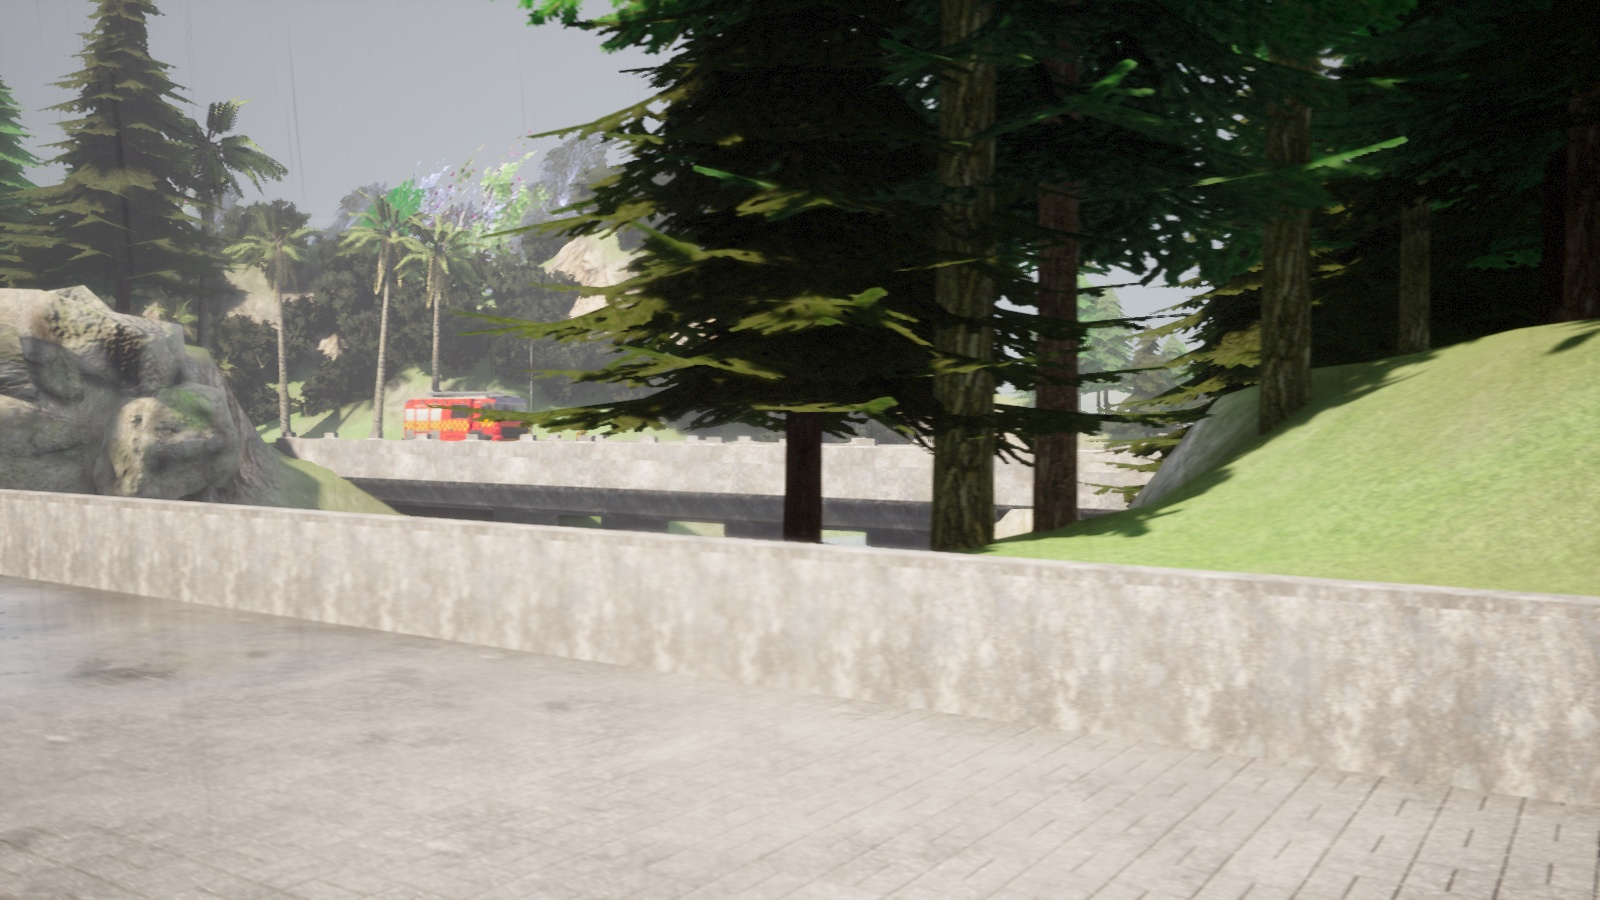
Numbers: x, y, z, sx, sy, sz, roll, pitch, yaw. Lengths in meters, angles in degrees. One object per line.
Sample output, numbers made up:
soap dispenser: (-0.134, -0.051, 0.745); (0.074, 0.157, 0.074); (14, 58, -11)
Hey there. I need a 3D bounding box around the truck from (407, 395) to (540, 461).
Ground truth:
truck: (-20.080, -1.302, 76.971); (8.468, 3.827, 2.891); (0, 1, 34)
